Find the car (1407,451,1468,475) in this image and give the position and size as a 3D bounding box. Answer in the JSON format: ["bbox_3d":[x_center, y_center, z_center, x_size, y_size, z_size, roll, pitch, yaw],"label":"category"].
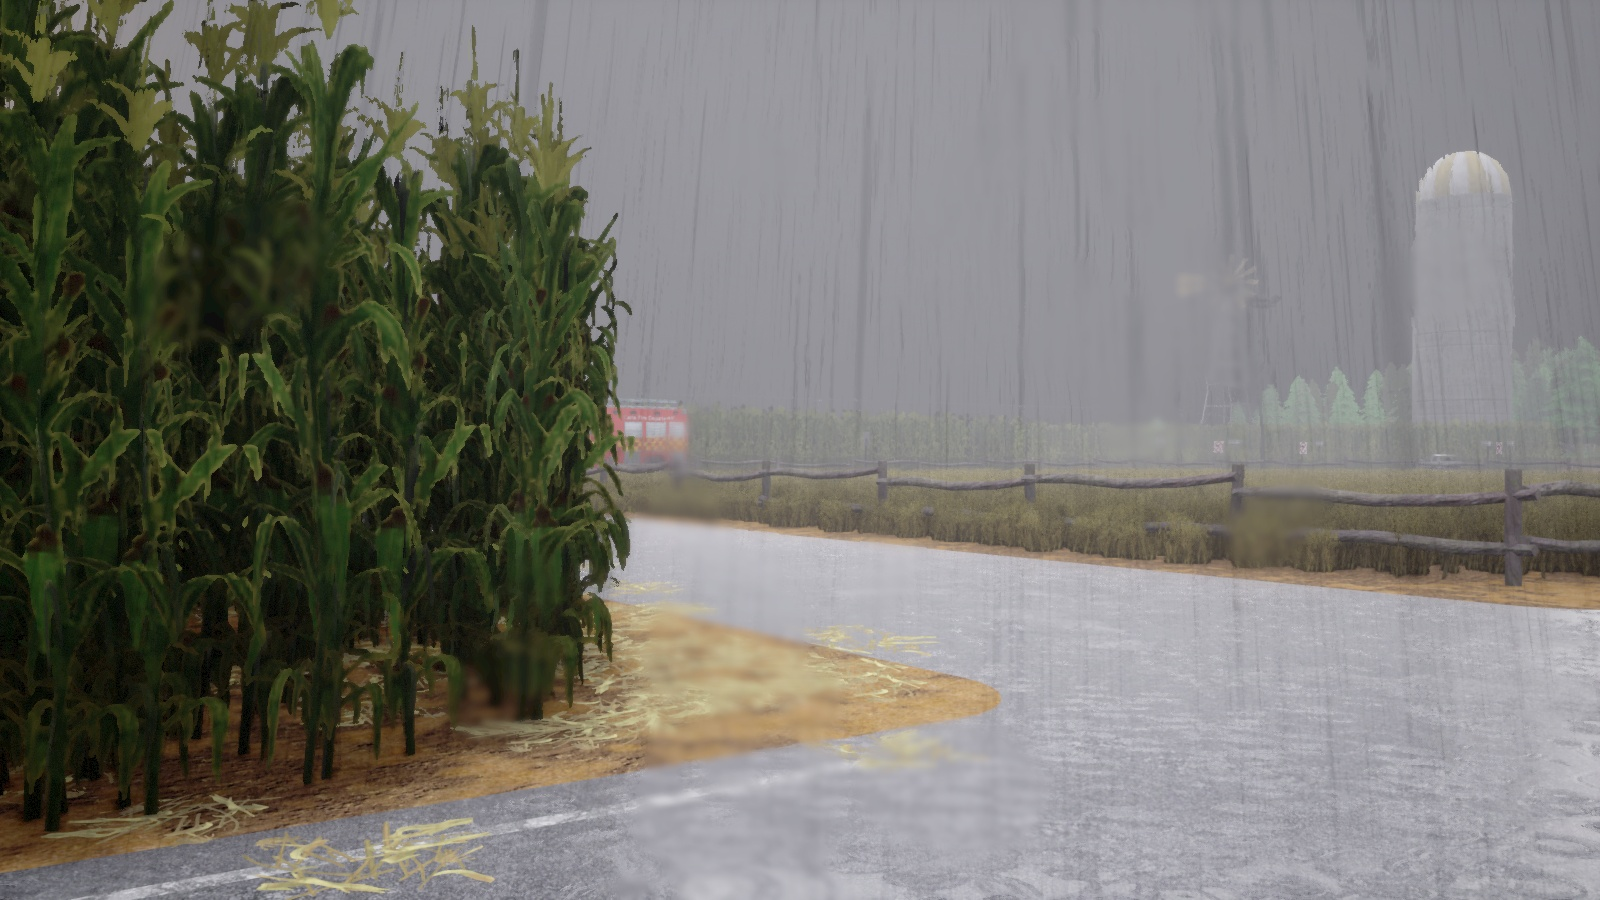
[{"bbox_3d":[39.902,0.818,78.681,1.970,1.475,3.806,0,0,1],"label":"car"}]

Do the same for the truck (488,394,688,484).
[{"bbox_3d":[-9.526,-0.424,56.942,8.468,3.827,2.891,1,-1,-34],"label":"truck"}]
